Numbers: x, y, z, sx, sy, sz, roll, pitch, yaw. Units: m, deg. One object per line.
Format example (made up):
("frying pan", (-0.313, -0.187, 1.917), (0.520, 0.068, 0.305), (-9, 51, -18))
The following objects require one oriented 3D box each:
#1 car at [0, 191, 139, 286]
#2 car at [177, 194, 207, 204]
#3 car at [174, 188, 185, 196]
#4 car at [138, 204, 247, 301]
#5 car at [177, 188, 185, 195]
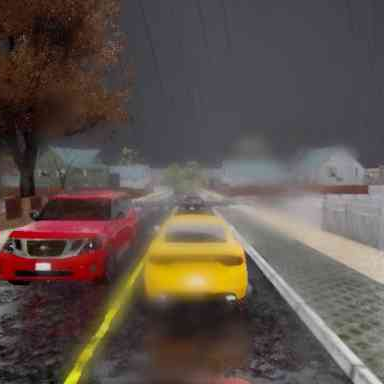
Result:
("car", (-2.851, 1.018, 9.131), (2.150, 2.045, 5.566), (0, 1, 0))
("car", (0.072, 1.063, 22.609), (2.033, 1.411, 5.357), (0, 1, 0))
("car", (-2.778, 0.159, 70.118), (2.033, 1.411, 5.357), (0, 1, 0))
("car", (0.078, 1.299, 8.007), (1.882, 1.535, 5.008), (0, 1, 0))
("car", (-2.783, -0.172, 85.496), (1.882, 1.535, 5.008), (0, 1, 0))
